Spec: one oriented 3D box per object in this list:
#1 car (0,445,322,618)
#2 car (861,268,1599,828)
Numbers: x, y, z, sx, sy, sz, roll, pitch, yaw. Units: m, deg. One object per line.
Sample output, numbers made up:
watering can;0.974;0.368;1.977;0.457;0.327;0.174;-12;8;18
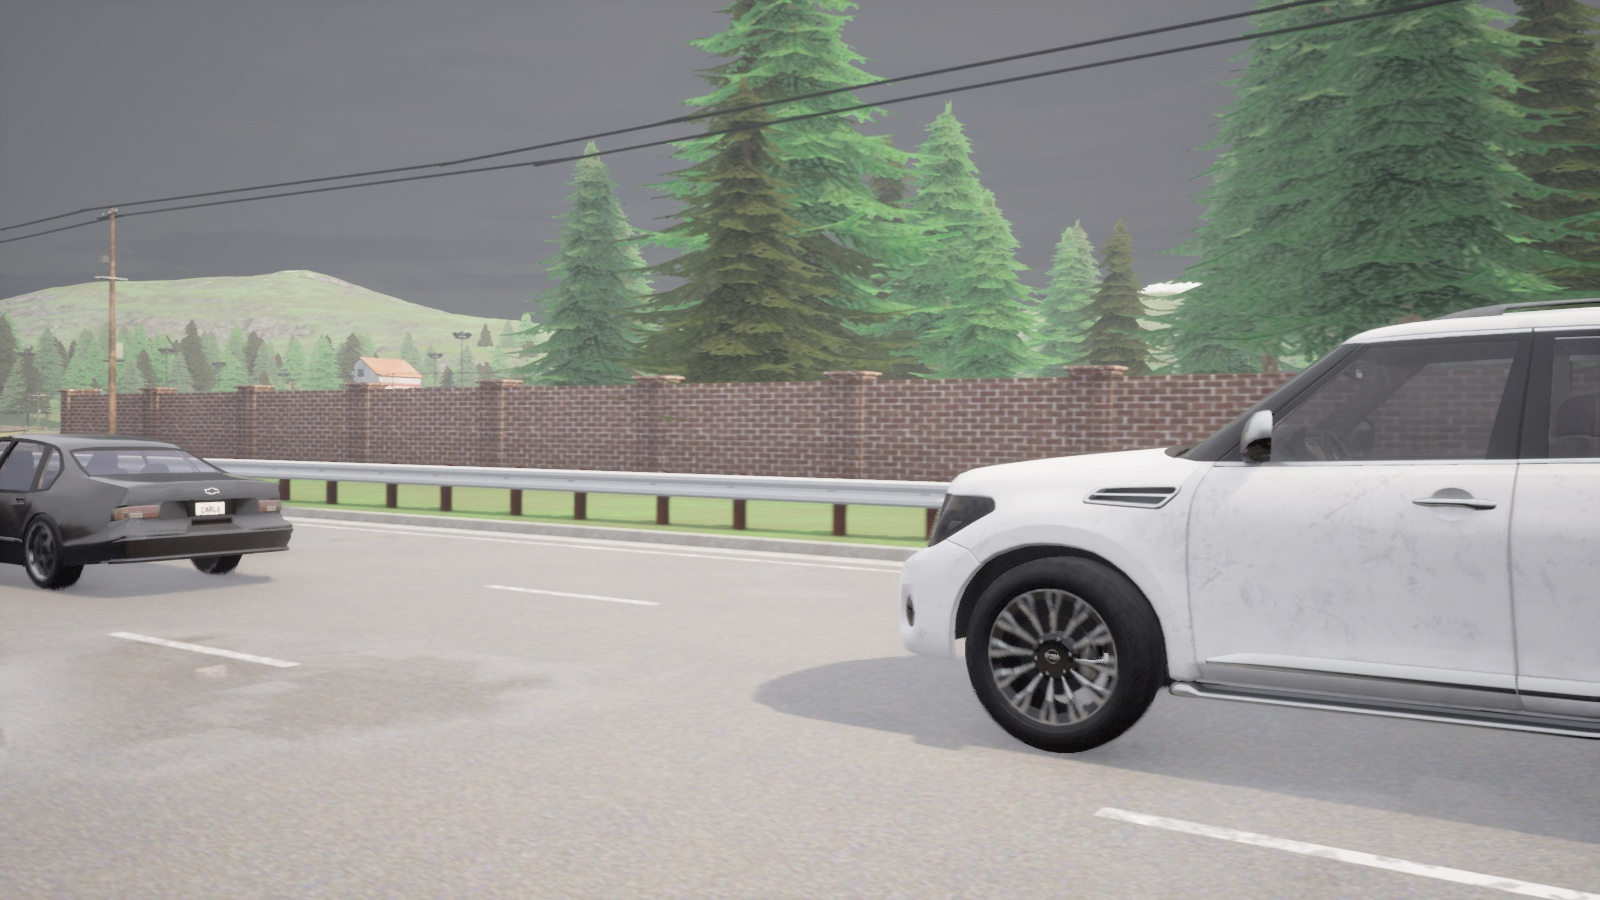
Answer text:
car;-7.421;0.672;12.756;5.357;1.411;2.033;0;1;34
car;3.231;0.344;5.673;5.566;2.045;2.150;0;1;34
